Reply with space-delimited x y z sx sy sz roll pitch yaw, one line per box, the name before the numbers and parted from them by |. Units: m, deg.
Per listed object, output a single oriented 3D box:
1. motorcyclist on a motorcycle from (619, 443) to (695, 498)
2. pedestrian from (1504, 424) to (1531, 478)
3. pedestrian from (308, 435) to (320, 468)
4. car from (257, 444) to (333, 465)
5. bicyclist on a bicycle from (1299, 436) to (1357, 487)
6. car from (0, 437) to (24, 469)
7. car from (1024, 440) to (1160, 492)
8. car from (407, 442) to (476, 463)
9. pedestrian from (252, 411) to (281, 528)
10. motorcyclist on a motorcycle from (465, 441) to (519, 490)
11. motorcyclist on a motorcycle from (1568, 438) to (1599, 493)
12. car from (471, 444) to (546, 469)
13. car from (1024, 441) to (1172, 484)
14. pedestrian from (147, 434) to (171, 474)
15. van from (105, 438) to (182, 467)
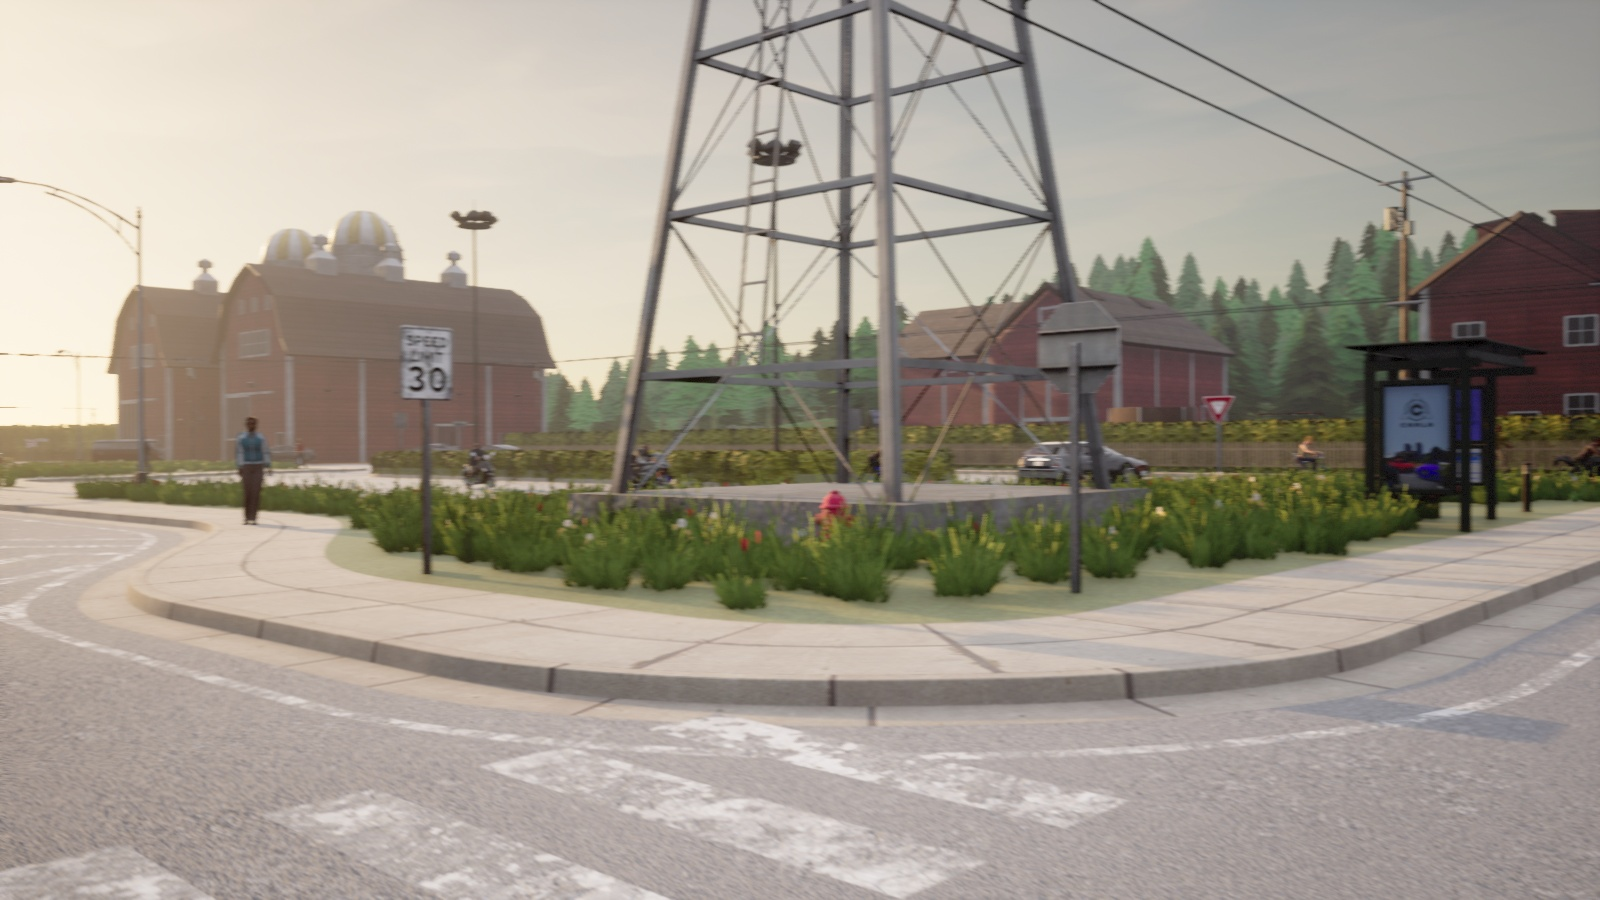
motorcyclist on a motorcycle | -4.168 0.579 36.532 2.191 1.530 0.866 0 0 35
pedestrian | 24.676 0.027 43.198 0.726 1.835 0.370 0 0 44
pedestrian | -27.429 0.098 70.825 0.331 1.846 0.636 0 0 13
car | -36.811 0.305 91.618 4.892 1.490 1.837 -1 0 -13
bicyclist on a bicycle | 16.887 0.362 40.168 1.509 1.612 0.866 0 0 43
car | -53.370 0.221 80.671 2.150 2.045 5.566 0 0 44
car | 8.792 0.443 37.699 3.806 1.475 1.970 -1 0 -37
car | -26.931 0.157 94.357 4.902 1.511 2.128 -1 0 -19
pedestrian | -8.923 0.315 20.998 0.396 1.930 0.692 0 0 -27
motorcyclist on a motorcycle | -10.232 0.494 41.736 1.817 1.590 0.866 0 0 43
motorcyclist on a motorcycle | 22.625 0.414 34.903 2.044 1.523 0.797 0 0 43
car | -17.971 0.361 77.217 4.792 1.488 2.163 0 0 43
car | 10.825 0.419 45.783 4.792 1.488 2.163 0 0 43
pedestrian | -30.156 0.182 59.097 0.563 1.883 0.849 0 0 13
van | -45.113 0.156 86.345 4.442 1.987 1.775 -1 0 -19
